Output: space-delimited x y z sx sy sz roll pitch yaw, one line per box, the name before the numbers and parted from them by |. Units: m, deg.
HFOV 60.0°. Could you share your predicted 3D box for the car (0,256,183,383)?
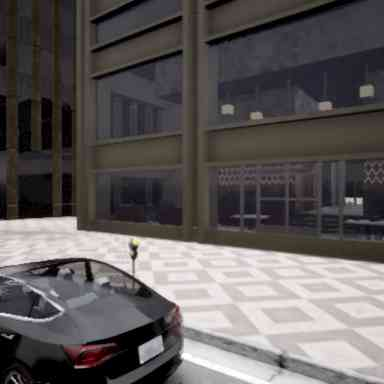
car | -2.090 1.564 4.453 4.313 1.339 1.947 0 0 35
